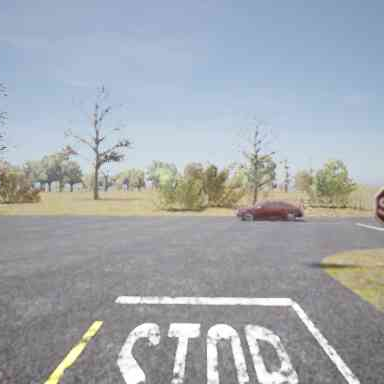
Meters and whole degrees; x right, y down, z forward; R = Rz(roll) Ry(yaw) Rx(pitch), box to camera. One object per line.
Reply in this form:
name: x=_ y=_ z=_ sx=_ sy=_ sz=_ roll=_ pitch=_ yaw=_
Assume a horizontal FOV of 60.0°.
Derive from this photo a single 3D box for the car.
car: x=5.467 y=1.325 z=23.571 sx=4.674 sy=1.442 sz=1.812 roll=0 pitch=1 yaw=1
